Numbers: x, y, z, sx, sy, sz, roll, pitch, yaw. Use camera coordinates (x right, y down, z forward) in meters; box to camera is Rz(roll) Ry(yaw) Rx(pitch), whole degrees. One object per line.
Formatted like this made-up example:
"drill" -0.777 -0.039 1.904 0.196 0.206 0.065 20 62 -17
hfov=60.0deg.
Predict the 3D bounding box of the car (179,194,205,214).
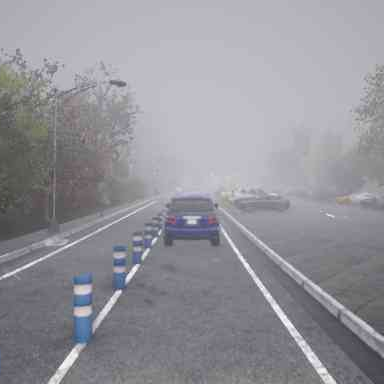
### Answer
"car" 0.000 0.997 29.683 2.033 1.411 5.357 0 2 0

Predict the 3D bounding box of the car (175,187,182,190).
"car" -3.085 -0.344 77.318 1.812 1.442 4.674 0 1 0

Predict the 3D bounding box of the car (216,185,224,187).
"car" 7.066 -0.010 59.252 4.553 1.767 2.185 0 1 0

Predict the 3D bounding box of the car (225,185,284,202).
"car" 6.876 0.544 37.056 5.566 2.045 2.435 0 2 0

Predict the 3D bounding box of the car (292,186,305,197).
"car" 20.120 0.214 56.316 4.792 1.488 2.163 0 1 0

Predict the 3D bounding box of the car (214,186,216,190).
"car" 7.088 0.078 62.028 4.792 1.488 2.163 0 1 0

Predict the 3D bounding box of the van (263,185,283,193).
"van" 20.442 -0.707 84.125 4.442 1.987 1.878 0 1 0

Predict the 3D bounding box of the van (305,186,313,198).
"van" 20.162 0.116 50.899 4.442 1.987 1.878 0 2 0

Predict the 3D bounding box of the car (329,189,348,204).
"car" 19.765 0.698 39.712 5.366 1.575 1.946 0 2 0

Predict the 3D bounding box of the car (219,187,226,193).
"car" 6.733 0.523 45.390 5.366 1.575 1.946 0 2 0

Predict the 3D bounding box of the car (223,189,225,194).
"car" 6.901 0.617 42.614 4.892 1.521 2.231 0 2 0

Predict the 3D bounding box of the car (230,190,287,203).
"car" 6.830 0.885 34.290 5.008 1.535 2.097 0 2 0

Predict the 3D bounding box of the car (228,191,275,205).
"car" 7.057 0.702 39.838 5.366 1.575 1.946 0 2 0

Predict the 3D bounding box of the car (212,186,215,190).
"car" 7.076 -0.054 67.579 4.792 1.488 2.163 0 1 0

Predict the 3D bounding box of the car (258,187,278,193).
"car" 20.365 -0.609 89.545 5.008 1.535 2.097 0 1 0

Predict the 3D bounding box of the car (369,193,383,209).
"car" 19.913 0.840 31.525 4.553 1.767 2.185 0 2 0

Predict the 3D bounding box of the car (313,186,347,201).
"car" 20.026 0.271 45.239 5.566 2.045 2.435 0 2 0

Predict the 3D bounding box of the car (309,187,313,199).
"car" 19.992 0.462 48.016 4.792 1.488 2.163 0 2 0

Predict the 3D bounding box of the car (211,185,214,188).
"car" 7.123 -0.185 73.130 4.792 1.488 2.163 0 1 0

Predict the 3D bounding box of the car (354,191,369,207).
"car" 19.875 0.910 34.174 4.792 1.488 2.163 0 2 0

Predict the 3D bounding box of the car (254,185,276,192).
"car" 20.367 -0.929 92.433 5.566 2.045 2.435 0 1 0

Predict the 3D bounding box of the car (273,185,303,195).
"car" 20.179 -0.403 70.152 5.566 2.045 2.435 0 1 0

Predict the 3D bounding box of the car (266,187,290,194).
"car" 20.272 -0.348 78.467 5.008 1.535 2.097 0 1 0

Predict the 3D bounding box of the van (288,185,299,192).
"van" 20.005 -0.112 59.061 4.442 1.987 1.878 0 1 0

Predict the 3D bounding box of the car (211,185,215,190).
"car" 7.099 -0.119 70.355 4.792 1.488 2.163 0 1 0

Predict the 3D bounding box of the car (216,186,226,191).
"car" 6.781 0.342 51.060 5.366 1.575 1.946 0 2 0

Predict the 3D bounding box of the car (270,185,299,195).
"car" 20.202 -0.468 72.922 5.566 2.045 2.435 0 1 0

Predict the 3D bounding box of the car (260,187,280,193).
"car" 20.345 -0.504 86.775 4.674 1.452 2.002 0 1 0

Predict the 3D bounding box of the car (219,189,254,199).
"car" 7.174 0.262 53.709 5.366 1.575 1.946 0 2 0

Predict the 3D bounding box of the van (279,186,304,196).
"van" 20.067 -0.312 67.385 4.442 1.987 1.878 0 1 0

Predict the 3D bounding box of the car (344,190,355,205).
"car" 19.925 0.831 36.943 4.674 1.452 2.002 0 2 0

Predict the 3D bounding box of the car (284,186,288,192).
"car" 20.142 0.045 61.851 5.008 1.535 2.097 0 1 0

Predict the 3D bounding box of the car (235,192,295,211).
"car" 6.772 1.004 31.517 4.792 1.488 2.163 0 2 0

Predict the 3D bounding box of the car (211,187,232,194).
"car" 7.216 -0.410 81.455 4.892 1.521 2.231 0 1 0

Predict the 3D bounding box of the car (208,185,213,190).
"car" 6.990 -0.283 75.906 5.366 1.575 1.946 0 1 0

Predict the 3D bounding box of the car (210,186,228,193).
"car" 7.261 -0.733 89.778 4.553 1.767 2.185 0 1 0

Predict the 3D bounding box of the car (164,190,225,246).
"car" 0.000 1.101 14.680 2.150 2.045 5.566 0 2 0

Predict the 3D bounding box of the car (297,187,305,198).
"car" 20.097 0.288 53.678 4.792 1.488 2.163 0 2 1

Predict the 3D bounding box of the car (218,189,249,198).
"car" 7.006 0.189 56.477 4.892 1.521 2.231 0 2 0

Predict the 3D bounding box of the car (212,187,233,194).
"car" 7.205 -0.344 78.680 4.892 1.521 2.231 0 1 0
